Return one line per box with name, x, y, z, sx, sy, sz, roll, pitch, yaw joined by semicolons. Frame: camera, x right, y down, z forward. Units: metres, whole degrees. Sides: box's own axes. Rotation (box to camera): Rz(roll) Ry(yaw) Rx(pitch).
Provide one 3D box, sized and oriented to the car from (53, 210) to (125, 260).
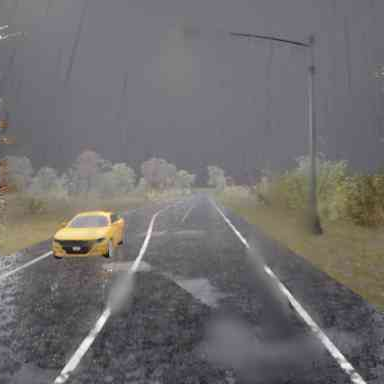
car;-3.823;1.522;13.034;1.882;1.535;5.008;-1;0;-4
